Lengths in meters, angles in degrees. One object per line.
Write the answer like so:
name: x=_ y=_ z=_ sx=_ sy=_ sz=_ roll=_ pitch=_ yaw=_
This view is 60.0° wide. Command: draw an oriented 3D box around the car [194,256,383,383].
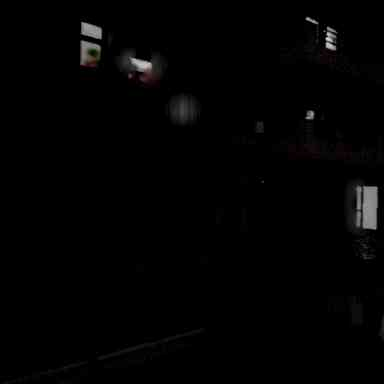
car: x=2.064 y=1.547 z=3.895 sx=4.313 sy=1.339 sz=1.947 roll=1 pitch=1 yaw=-34
